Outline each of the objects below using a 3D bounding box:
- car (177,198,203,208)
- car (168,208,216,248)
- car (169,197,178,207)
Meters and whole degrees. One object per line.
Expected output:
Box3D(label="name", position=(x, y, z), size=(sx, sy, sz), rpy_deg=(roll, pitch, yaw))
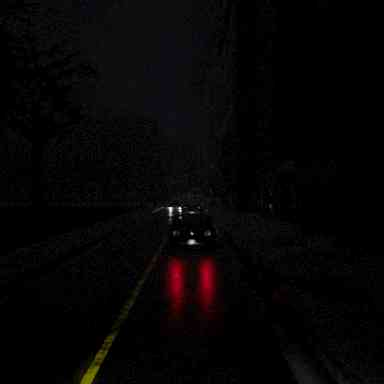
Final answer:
Box3D(label="car", position=(0.004, 1.505, 30.081), size=(2.128, 1.511, 4.902), rpy_deg=(0, 0, 0))
Box3D(label="car", position=(0.002, 1.601, 14.890), size=(1.895, 1.301, 4.718), rpy_deg=(0, 0, 0))
Box3D(label="car", position=(-2.503, 1.579, 52.152), size=(1.812, 1.442, 4.674), rpy_deg=(0, 0, 0))
